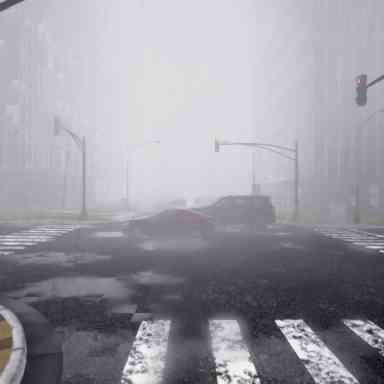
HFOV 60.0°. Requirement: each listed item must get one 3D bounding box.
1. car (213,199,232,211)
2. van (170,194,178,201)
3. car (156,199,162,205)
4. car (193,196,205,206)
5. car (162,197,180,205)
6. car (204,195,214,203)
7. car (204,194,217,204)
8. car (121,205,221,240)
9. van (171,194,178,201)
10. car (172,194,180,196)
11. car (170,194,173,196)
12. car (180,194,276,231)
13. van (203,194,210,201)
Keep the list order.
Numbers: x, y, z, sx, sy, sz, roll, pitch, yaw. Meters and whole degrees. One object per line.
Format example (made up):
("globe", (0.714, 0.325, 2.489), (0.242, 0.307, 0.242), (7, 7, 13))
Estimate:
("car", (3.804, 1.579, 41.840), (1.947, 1.339, 4.313), (0, 0, 0))
("van", (-4.403, 1.321, 80.474), (1.690, 1.788, 3.998), (0, 0, 0))
("car", (-4.165, 1.592, 47.309), (1.802, 1.307, 4.206), (0, 0, 0))
("car", (1.177, 1.529, 57.311), (1.812, 1.442, 4.674), (0, 0, 0))
("car", (-1.599, 1.564, 33.645), (2.033, 1.411, 5.357), (0, 0, 0))
("car", (3.556, 1.432, 69.476), (1.967, 1.590, 4.097), (0, 0, 0))
("car", (3.596, 1.313, 63.948), (2.192, 1.841, 5.009), (0, 0, 0))
("car", (-1.139, 1.540, 16.628), (4.674, 1.442, 1.812), (0, 0, -3))
("van", (-4.443, 1.315, 86.001), (1.690, 1.788, 3.998), (0, 0, 0))
("car", (-1.737, 1.497, 54.346), (2.128, 1.511, 4.902), (0, 0, 0))
("car", (-4.284, 1.564, 63.892), (1.947, 1.339, 4.313), (0, 0, 0))
("car", (2.226, 1.232, 20.053), (5.566, 2.045, 2.150), (0, 0, -3))
("van", (3.477, 1.321, 80.531), (1.690, 1.788, 3.998), (0, 0, 0))
